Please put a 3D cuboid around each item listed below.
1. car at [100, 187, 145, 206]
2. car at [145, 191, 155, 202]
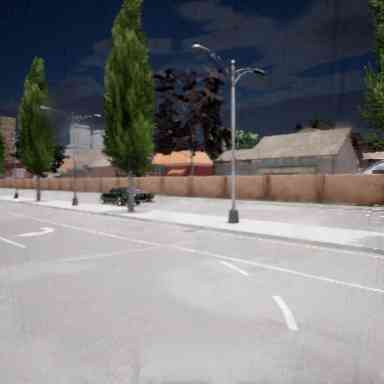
[{"bbox_3d":[-6.952,0.314,31.880,2.097,1.767,4.553,-3,3,-44],"label":"car"},{"bbox_3d":[-6.220,0.383,36.137,1.895,1.301,4.718,-3,3,-44],"label":"car"}]
